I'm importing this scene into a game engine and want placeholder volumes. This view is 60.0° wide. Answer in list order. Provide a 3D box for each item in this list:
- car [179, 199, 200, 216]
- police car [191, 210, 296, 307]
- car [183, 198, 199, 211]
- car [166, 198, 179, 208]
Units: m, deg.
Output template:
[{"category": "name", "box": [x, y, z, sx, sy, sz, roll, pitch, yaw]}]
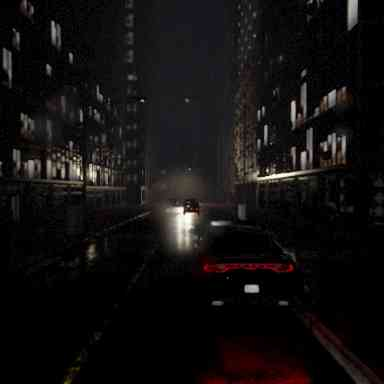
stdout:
[{"category": "car", "box": [-0.041, 1.818, 36.805, 2.033, 1.411, 5.357, 0, 0, 0]}, {"category": "police car", "box": [1.024, 1.485, 8.334, 1.930, 1.638, 5.238, 0, 0, 0]}, {"category": "car", "box": [-0.149, 1.704, 47.180, 2.097, 1.767, 4.553, 0, 0, 0]}, {"category": "car", "box": [-3.184, 1.773, 55.627, 2.097, 1.767, 4.553, 0, 0, 0]}]
